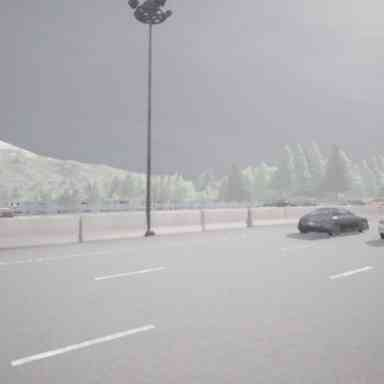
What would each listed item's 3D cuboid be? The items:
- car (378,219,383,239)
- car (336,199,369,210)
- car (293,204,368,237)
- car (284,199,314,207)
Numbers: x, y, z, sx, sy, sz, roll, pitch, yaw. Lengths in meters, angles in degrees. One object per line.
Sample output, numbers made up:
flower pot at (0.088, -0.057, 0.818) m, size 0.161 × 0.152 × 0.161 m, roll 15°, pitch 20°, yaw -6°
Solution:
car at (10.468, 1.484, 15.514) m, size 4.674 × 1.442 × 1.812 m, roll 0°, pitch 0°, yaw -36°
car at (21.920, 1.708, 45.380) m, size 4.892 × 1.490 × 1.837 m, roll 1°, pitch -1°, yaw -35°
car at (7.557, 1.521, 17.736) m, size 4.181 × 1.385 × 1.994 m, roll 0°, pitch 0°, yaw -35°
car at (14.939, 1.687, 44.718) m, size 4.181 × 1.385 × 1.994 m, roll 1°, pitch -1°, yaw -35°
